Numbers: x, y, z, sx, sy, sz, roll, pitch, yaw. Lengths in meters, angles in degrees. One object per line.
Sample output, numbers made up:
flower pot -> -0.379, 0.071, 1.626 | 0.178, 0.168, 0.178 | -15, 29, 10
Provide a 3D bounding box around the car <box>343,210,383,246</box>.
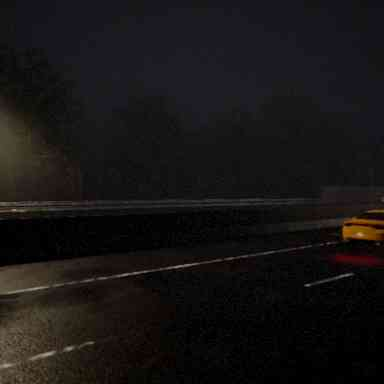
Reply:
car -> 8.475, 1.489, 14.219 | 5.008, 1.535, 1.882 | 0, 0, -36
